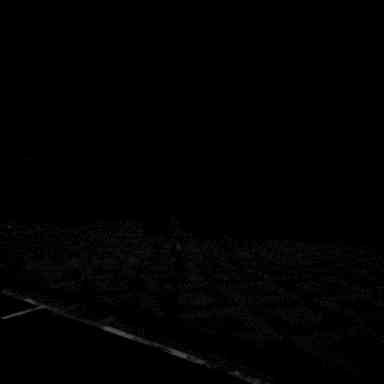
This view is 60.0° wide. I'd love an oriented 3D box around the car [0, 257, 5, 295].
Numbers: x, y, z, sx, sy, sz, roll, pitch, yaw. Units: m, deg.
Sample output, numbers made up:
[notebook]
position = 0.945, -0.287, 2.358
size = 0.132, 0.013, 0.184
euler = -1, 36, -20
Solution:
[car]
position = -5.739, 1.552, 7.057
size = 4.507, 1.381, 1.887
euler = 0, 0, 36
